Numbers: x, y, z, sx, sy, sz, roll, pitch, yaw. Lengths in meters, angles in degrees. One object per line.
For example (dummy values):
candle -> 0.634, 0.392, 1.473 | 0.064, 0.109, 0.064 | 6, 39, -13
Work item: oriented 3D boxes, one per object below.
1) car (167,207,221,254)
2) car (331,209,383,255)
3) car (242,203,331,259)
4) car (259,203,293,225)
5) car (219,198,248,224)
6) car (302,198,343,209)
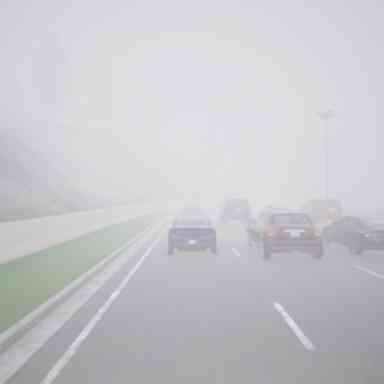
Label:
car -> 0.029, 1.630, 14.231 | 1.882, 1.535, 5.008 | 0, 0, 1
car -> 7.026, 1.675, 13.878 | 1.812, 1.442, 4.674 | 0, 0, 1
car -> 3.521, 1.495, 13.413 | 2.097, 1.767, 4.553 | 0, -1, 0
car -> 7.066, 1.812, 28.490 | 1.837, 1.490, 4.892 | 0, 0, 2
car -> 3.531, 1.520, 27.566 | 2.150, 2.045, 5.566 | 0, 0, 1
car -> 10.529, 1.520, 27.557 | 2.150, 2.045, 5.566 | 0, 0, 1
